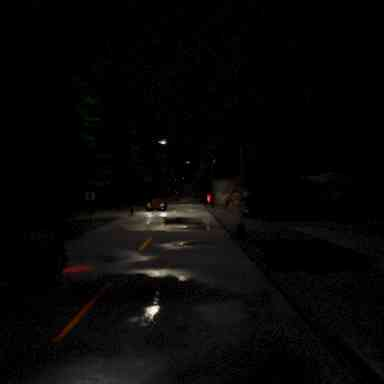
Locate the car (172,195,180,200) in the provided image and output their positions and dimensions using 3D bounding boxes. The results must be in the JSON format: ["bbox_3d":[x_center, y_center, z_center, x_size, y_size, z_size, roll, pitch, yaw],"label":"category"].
[{"bbox_3d":[-3.927,1.546,80.381,1.812,1.442,4.674,0,0,0],"label":"car"}]

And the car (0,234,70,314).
[{"bbox_3d":[-4.099,1.563,6.381,2.033,1.411,5.357,0,0,0],"label":"car"}]

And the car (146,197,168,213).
[{"bbox_3d":[-4.067,1.442,39.129,2.097,1.767,4.553,0,0,0],"label":"car"}]
